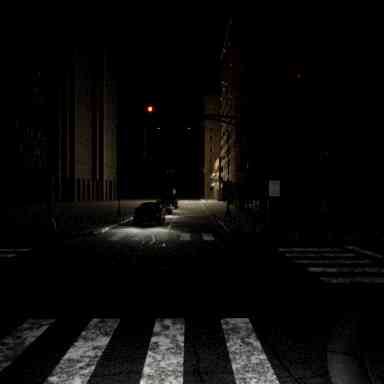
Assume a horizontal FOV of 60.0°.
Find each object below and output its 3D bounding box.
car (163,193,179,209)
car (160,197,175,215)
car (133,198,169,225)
[{"bbox_3d":[-3.001,1.222,45.122,2.150,2.045,5.566,0,0,1],"label":"car"},{"bbox_3d":[-3.036,1.526,34.412,1.812,1.442,4.674,0,0,0],"label":"car"},{"bbox_3d":[-3.053,1.478,24.448,1.882,1.535,5.008,0,0,0],"label":"car"}]
